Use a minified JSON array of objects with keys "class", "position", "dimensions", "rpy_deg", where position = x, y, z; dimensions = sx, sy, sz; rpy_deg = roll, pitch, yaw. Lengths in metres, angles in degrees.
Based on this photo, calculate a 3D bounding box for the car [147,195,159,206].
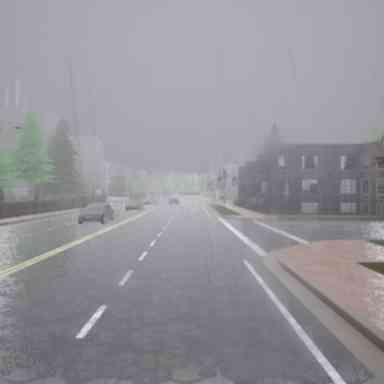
[{"class":"car","position":[-6.970,1.732,58.360],"dimensions":[1.994,1.385,4.181],"rpy_deg":[0,0,0]}]

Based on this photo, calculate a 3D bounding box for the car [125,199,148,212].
[{"class":"car","position":[-7.069,1.621,41.285],"dimensions":[1.837,1.490,4.892],"rpy_deg":[0,0,0]}]

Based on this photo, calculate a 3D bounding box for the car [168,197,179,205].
[{"class":"car","position":[-3.467,1.661,64.083],"dimensions":[1.882,1.535,5.008],"rpy_deg":[0,0,0]}]

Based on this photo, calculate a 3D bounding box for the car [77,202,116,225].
[{"class":"car","position":[-7.088,1.578,25.082],"dimensions":[1.837,1.490,4.892],"rpy_deg":[0,-1,0]}]
